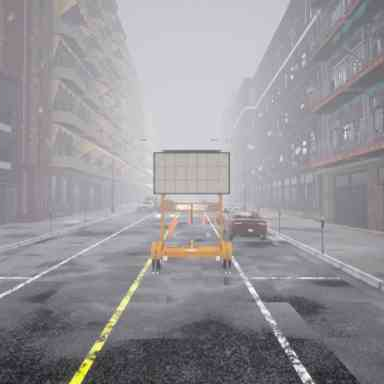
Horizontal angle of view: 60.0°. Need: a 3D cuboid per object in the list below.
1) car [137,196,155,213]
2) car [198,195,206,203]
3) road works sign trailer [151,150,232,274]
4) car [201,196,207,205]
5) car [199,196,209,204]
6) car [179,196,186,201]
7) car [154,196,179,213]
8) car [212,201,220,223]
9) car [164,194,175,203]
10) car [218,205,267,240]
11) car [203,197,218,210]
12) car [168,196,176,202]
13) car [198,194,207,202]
[{"bbox_3d":[-5.284,1.593,38.893,1.752,1.417,4.829,2,0,0],"label":"car"},{"bbox_3d":[2.603,1.683,61.121,1.887,1.381,4.507,1,0,0],"label":"car"},{"bbox_3d":[-0.007,0.474,10.557,2.380,3.560,2.880,0,0,0],"label":"road works sign trailer"},{"bbox_3d":[2.597,1.634,44.529,2.008,1.369,4.403,1,0,0],"label":"car"},{"bbox_3d":[2.616,1.625,72.183,1.967,1.590,4.097,1,0,0],"label":"car"},{"bbox_3d":[-2.722,1.852,90.567,1.994,1.385,4.181,0,0,0],"label":"car"},{"bbox_3d":[-2.838,1.542,37.552,1.882,1.535,5.008,0,0,0],"label":"car"},{"bbox_3d":[2.592,1.554,22.577,1.752,1.417,4.829,1,0,0],"label":"car"},{"bbox_3d":[-5.267,1.525,77.776,2.192,1.841,5.009,1,0,0],"label":"car"},{"bbox_3d":[2.589,1.564,16.875,1.887,1.381,4.507,1,0,0],"label":"car"},{"bbox_3d":[2.596,1.613,38.997,1.887,1.381,4.507,1,0,0],"label":"car"},{"bbox_3d":[-5.270,1.830,88.838,1.947,1.339,4.313,1,0,0],"label":"car"},{"bbox_3d":[2.580,1.551,83.245,2.192,1.841,5.009,1,0,0],"label":"car"}]
